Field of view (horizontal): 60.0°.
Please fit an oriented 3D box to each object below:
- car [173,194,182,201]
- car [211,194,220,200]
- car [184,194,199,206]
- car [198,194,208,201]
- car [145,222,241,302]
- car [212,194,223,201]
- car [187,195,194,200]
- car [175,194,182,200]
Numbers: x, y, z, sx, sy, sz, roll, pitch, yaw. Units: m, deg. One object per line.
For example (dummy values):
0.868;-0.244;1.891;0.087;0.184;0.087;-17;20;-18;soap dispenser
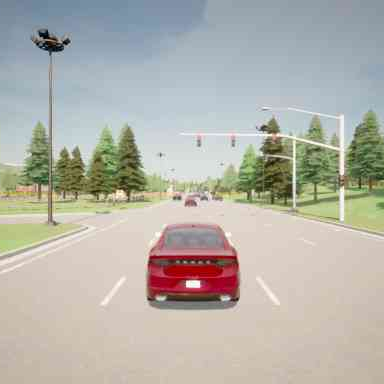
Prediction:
-3.818;1.469;83.566;1.882;1.535;5.008;0;0;0;car
6.642;1.372;94.026;2.033;1.411;5.357;0;0;0;car
-0.201;1.526;52.967;1.812;1.442;4.674;0;0;0;car
3.169;1.522;86.926;1.812;1.442;4.674;0;0;0;car
0.031;1.478;8.365;1.882;1.535;5.008;0;0;0;car
6.682;1.517;83.607;2.128;1.511;4.902;0;0;0;car
-0.358;1.428;94.030;1.895;1.301;4.718;0;0;0;car
-3.858;1.310;93.986;1.882;1.535;5.008;0;0;0;car
